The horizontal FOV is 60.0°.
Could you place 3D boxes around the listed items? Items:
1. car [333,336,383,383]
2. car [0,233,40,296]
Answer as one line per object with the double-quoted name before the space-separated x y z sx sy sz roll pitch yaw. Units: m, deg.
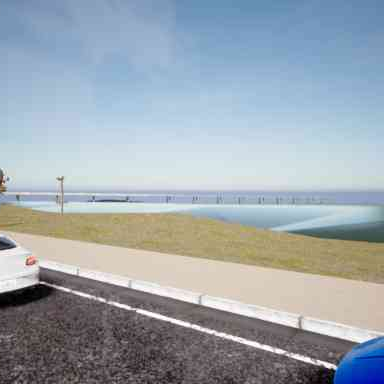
"car" 3.245 1.478 1.365 5.008 1.535 1.882 0 0 36
"car" -5.262 1.526 7.458 4.674 1.442 1.812 0 0 35
